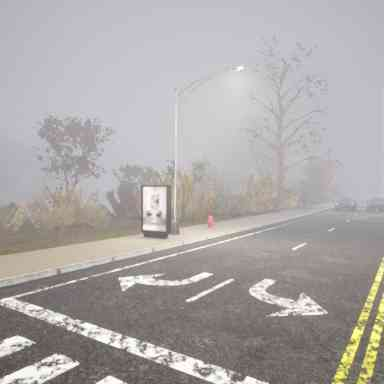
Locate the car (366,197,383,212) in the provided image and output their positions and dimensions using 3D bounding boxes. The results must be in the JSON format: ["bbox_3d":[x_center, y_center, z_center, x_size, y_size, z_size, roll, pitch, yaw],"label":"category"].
[{"bbox_3d":[21.330,1.392,38.257,2.097,1.767,4.553,0,0,30],"label":"car"}]

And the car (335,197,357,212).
[{"bbox_3d":[18.519,1.389,39.887,2.097,1.767,4.553,0,0,30],"label":"car"}]
